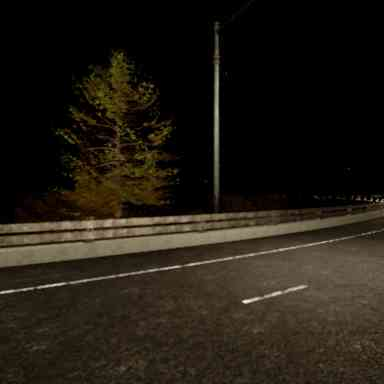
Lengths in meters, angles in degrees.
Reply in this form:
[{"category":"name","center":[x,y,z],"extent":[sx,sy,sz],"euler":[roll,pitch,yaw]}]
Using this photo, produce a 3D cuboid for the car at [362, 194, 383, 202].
[{"category":"car","center":[44.481,1.573,81.515],"extent":[2.128,1.511,4.902],"euler":[0,0,7]}]
